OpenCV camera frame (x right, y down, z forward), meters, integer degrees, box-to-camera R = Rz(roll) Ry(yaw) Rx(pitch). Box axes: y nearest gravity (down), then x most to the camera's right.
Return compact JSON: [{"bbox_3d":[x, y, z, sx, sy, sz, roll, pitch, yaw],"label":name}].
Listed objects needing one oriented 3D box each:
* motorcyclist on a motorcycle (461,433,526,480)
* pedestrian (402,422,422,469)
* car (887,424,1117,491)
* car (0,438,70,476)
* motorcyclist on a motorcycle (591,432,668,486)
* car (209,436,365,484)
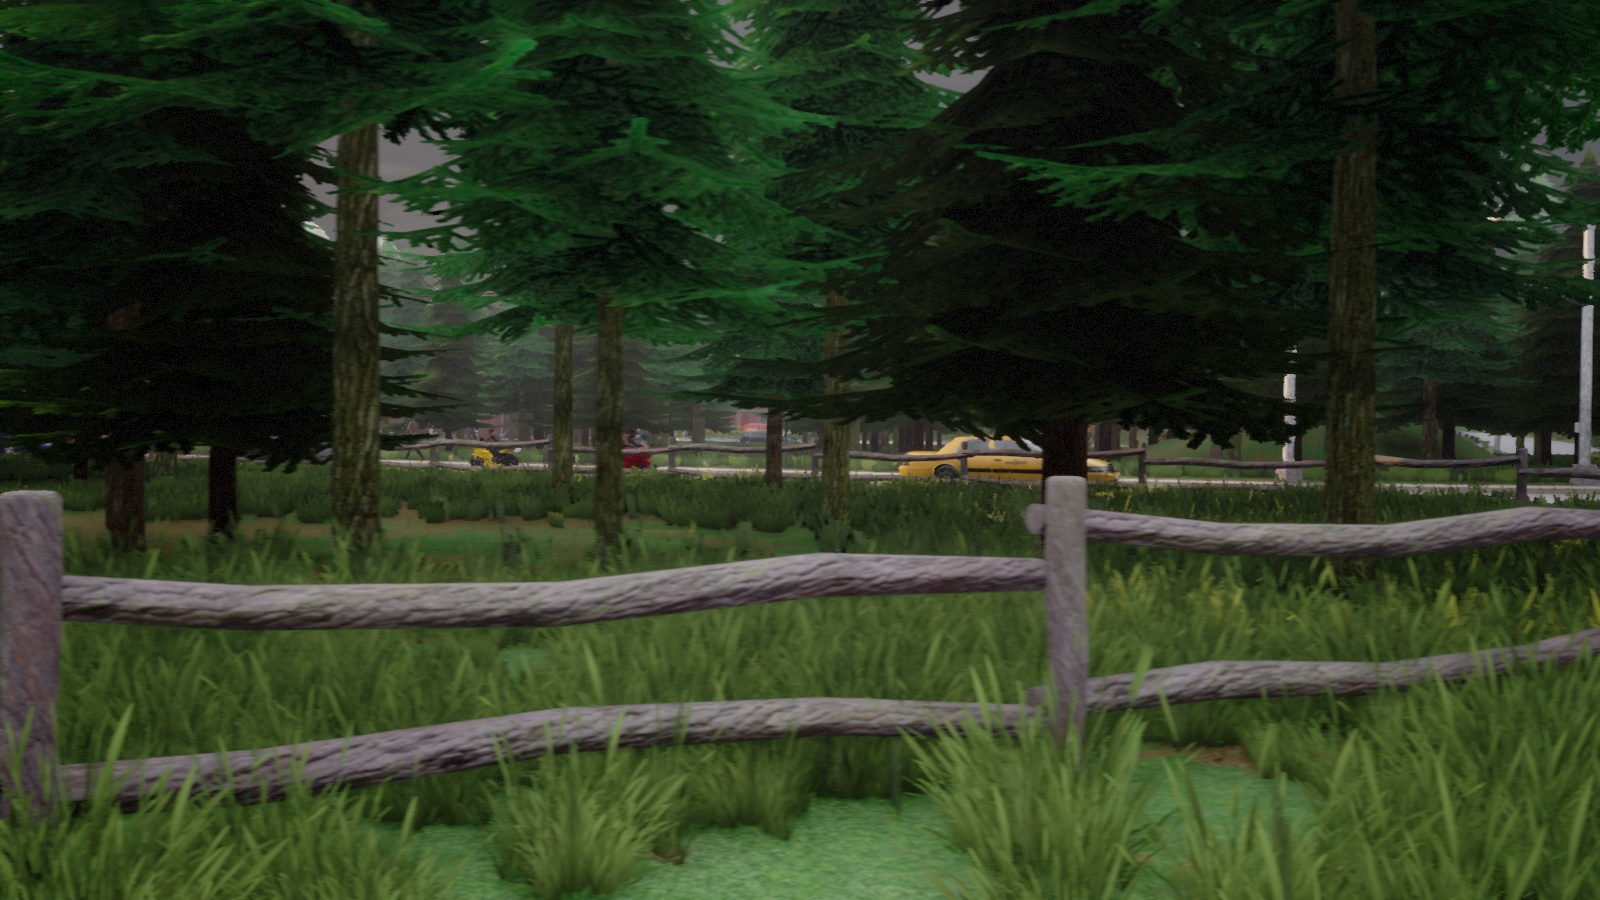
[{"bbox_3d":[-10.272,0.211,42.047,2.044,1.523,0.797,0,1,24],"label":"motorcyclist on a motorcycle"},{"bbox_3d":[-15.059,-0.174,48.770,0.634,1.846,0.331,0,1,19],"label":"pedestrian"},{"bbox_3d":[5.009,0.166,31.316,5.366,1.575,1.801,0,1,24],"label":"car"},{"bbox_3d":[-33.090,0.286,52.586,5.008,1.535,1.882,0,1,26],"label":"car"},{"bbox_3d":[-4.846,0.249,35.759,2.044,1.523,0.797,0,1,24],"label":"motorcyclist on a motorcycle"},{"bbox_3d":[-16.807,0.320,41.147,4.892,1.490,1.837,0,1,24],"label":"car"}]
